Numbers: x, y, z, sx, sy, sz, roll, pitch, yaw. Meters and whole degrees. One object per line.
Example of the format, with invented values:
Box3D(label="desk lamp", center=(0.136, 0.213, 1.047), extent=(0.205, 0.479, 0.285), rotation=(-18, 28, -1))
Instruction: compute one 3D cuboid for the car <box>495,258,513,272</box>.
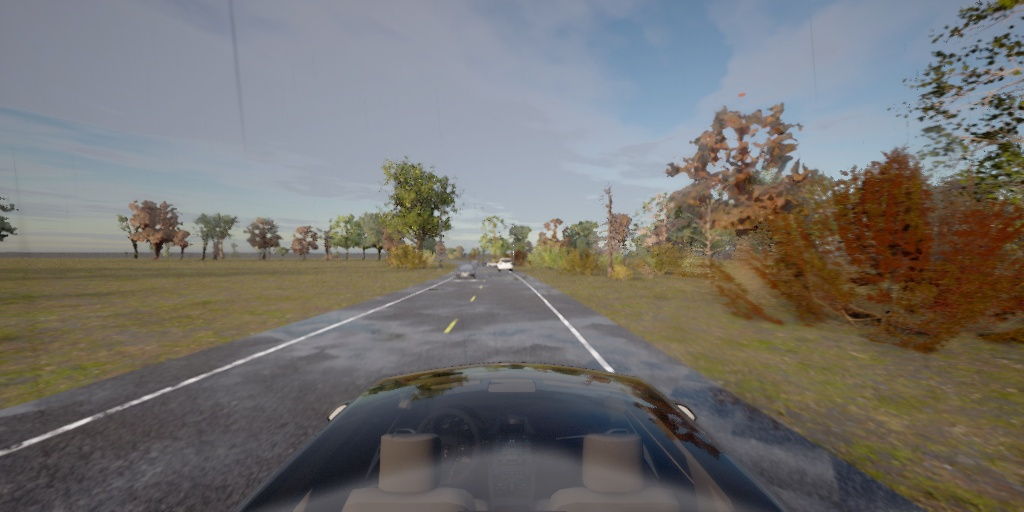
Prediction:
Box3D(label="car", center=(-1.053, 1.373, 55.646), extent=(2.150, 2.045, 5.566), rotation=(0, 0, -5))

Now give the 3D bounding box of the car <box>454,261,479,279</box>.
Box3D(label="car", center=(-4.554, 1.558, 36.277), extent=(1.812, 1.442, 4.674), rotation=(0, 0, -3))
